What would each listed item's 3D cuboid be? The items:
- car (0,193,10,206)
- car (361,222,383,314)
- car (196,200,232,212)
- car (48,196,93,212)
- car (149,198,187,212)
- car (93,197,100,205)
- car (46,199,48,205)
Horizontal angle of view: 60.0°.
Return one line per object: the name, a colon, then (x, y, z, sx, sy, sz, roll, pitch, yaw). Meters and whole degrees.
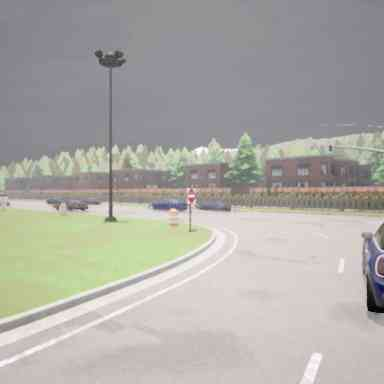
car: (-31.379, 1.203, 53.636, 5.566, 2.045, 2.150, 0, 0, 41)
car: (4.904, 1.347, 7.204, 2.097, 1.767, 4.553, 0, 0, 26)
car: (2.463, 1.545, 38.117, 4.181, 1.385, 1.994, 0, 0, 41)
car: (-14.149, 1.530, 38.645, 5.357, 1.411, 2.033, 0, 0, 41)
car: (-2.818, 1.459, 38.071, 5.008, 1.535, 1.882, 0, 0, 41)
car: (-17.427, 1.523, 55.419, 5.357, 1.411, 2.033, 0, 0, 41)
car: (-22.477, 1.469, 55.172, 4.902, 1.511, 2.128, 0, 0, 41)
